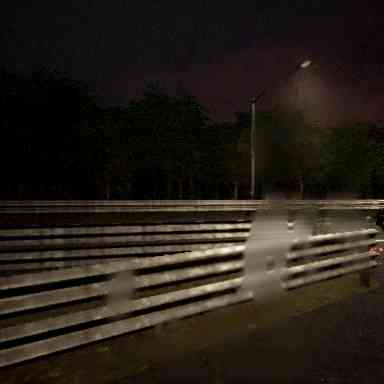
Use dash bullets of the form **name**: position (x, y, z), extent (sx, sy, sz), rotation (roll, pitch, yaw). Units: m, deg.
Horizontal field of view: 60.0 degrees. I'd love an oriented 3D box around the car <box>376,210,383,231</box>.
- **car**: position (12.310, 1.421, 18.033), extent (4.892, 1.490, 1.837), rotation (0, 0, -19)
